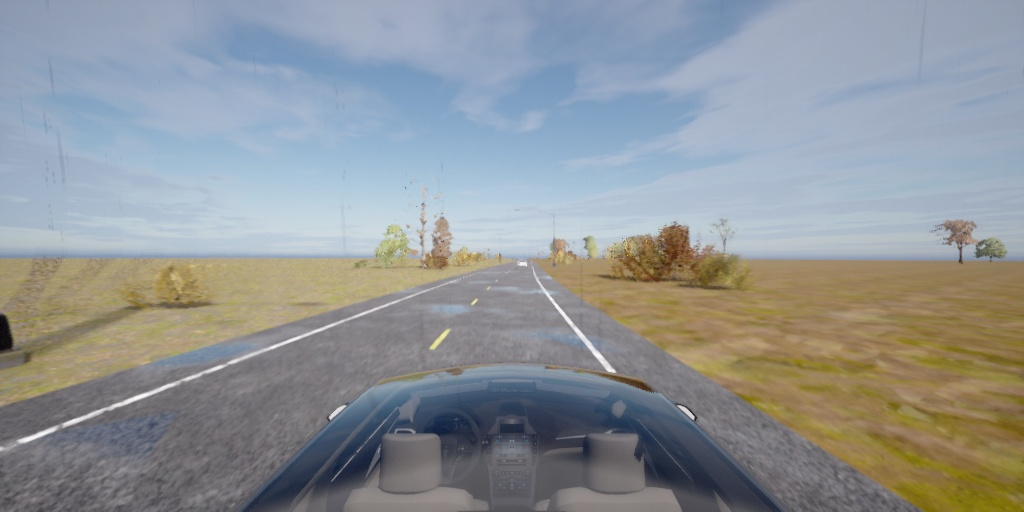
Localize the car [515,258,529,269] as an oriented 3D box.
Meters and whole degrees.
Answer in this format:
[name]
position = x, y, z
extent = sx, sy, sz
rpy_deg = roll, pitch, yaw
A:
[car]
position = 1.601, 1.263, 56.397
extent = 1.812, 1.442, 4.674
rpy_deg = 0, 0, 3
